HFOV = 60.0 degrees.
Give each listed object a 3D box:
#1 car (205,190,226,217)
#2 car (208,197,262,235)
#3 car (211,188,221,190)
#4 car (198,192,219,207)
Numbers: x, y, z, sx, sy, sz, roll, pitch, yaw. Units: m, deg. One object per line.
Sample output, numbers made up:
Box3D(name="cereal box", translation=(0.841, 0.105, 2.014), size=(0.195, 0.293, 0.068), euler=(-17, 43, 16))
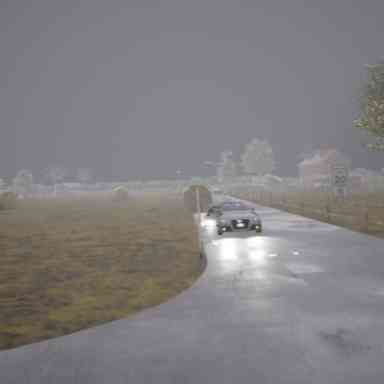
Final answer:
Box3D(name="car", translation=(1.869, 0.901, 25.420), size=(1.882, 1.535, 5.008), euler=(-3, 1, -1))
Box3D(name="car", translation=(2.074, 1.198, 16.356), size=(1.994, 1.385, 4.181), euler=(-3, 1, 0))
Box3D(name="car", translation=(4.030, 0.041, 56.724), size=(1.882, 1.535, 5.008), euler=(-3, 1, -1))
Box3D(name="car", translation=(1.668, 0.791, 35.685), size=(1.895, 1.301, 4.718), euler=(-3, 1, -1))
